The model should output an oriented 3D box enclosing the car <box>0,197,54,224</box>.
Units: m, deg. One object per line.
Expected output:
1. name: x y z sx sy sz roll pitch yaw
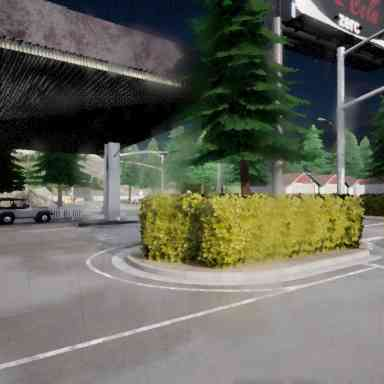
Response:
1. car: -11.986 1.313 23.469 3.866 1.878 1.905 0 0 -36
